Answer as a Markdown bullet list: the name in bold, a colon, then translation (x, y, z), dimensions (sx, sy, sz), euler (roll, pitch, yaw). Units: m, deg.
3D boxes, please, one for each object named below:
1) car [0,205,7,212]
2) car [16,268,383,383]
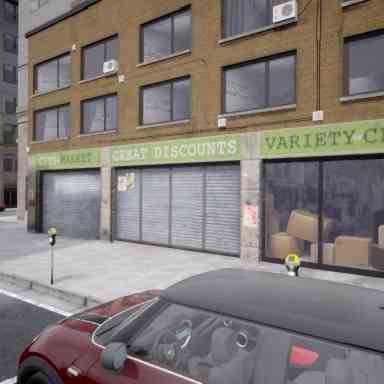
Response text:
- **car**: translation (-19.421, 1.458, 29.770), dimensions (1.895, 1.301, 4.718), euler (1, 1, 34)
- **car**: translation (0.247, 1.440, 2.889), dimensions (4.097, 1.590, 1.967), euler (0, 1, 35)
